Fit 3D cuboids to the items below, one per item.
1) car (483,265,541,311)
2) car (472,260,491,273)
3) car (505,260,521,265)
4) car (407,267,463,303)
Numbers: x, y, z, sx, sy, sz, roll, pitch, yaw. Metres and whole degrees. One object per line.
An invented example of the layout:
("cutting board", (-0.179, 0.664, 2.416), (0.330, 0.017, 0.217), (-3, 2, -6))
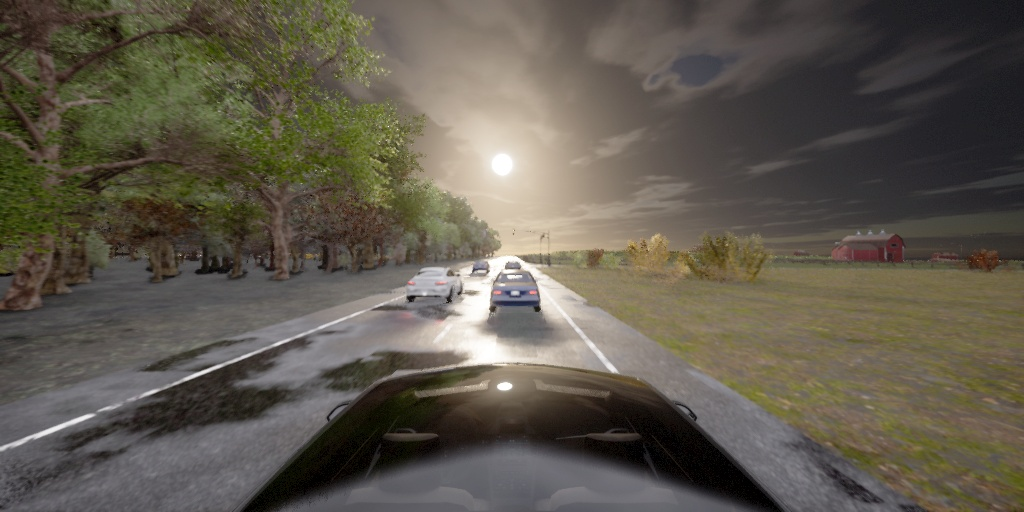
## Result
("car", (0.105, 1.248, 14.195), (2.033, 1.411, 5.357), (0, 0, 0))
("car", (-3.383, 1.135, 40.161), (2.033, 1.411, 5.357), (0, 0, 0))
("car", (0.113, 1.139, 42.972), (1.994, 1.385, 4.181), (0, 0, 0))
("car", (-3.394, 1.218, 16.227), (1.812, 1.442, 4.674), (0, 0, 0))
